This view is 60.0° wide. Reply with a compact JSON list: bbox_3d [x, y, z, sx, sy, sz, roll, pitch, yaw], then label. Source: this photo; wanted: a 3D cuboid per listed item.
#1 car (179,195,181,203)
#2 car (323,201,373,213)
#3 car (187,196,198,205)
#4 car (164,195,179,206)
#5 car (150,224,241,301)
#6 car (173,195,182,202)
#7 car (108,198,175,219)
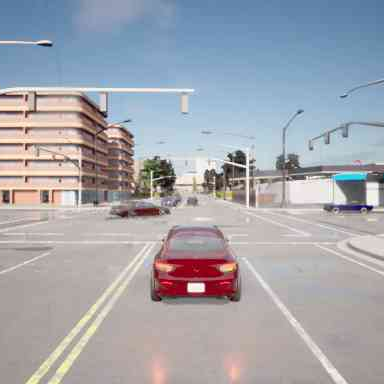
[{"bbox_3d":[-3.567,1.601,61.639,1.895,1.301,4.718,0,0,0],"label":"car"},{"bbox_3d":[16.534,1.601,35.493,4.718,1.301,1.895,0,0,1],"label":"car"},{"bbox_3d":[0.089,1.491,60.488,2.128,1.511,4.902,0,0,0],"label":"car"},{"bbox_3d":[-3.585,1.352,51.677,2.097,1.767,4.553,0,0,0],"label":"car"},{"bbox_3d":[0.082,1.526,8.195,1.812,1.442,4.674,0,0,0],"label":"car"},{"bbox_3d":[-3.504,1.525,82.282,2.128,1.511,4.902,0,0,0],"label":"car"},{"bbox_3d":[-4.508,1.513,28.907,5.357,1.411,2.033,0,0,-39],"label":"car"}]
